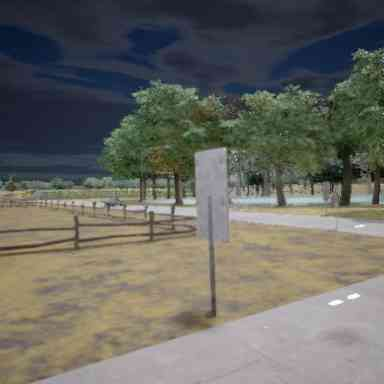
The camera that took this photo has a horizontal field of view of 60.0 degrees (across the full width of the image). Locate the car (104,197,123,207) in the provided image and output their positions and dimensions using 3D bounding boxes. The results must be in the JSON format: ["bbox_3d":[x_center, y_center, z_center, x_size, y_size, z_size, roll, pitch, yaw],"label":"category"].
[{"bbox_3d":[-12.805,1.673,54.195,1.837,1.490,4.892,-3,2,-35],"label":"car"}]
